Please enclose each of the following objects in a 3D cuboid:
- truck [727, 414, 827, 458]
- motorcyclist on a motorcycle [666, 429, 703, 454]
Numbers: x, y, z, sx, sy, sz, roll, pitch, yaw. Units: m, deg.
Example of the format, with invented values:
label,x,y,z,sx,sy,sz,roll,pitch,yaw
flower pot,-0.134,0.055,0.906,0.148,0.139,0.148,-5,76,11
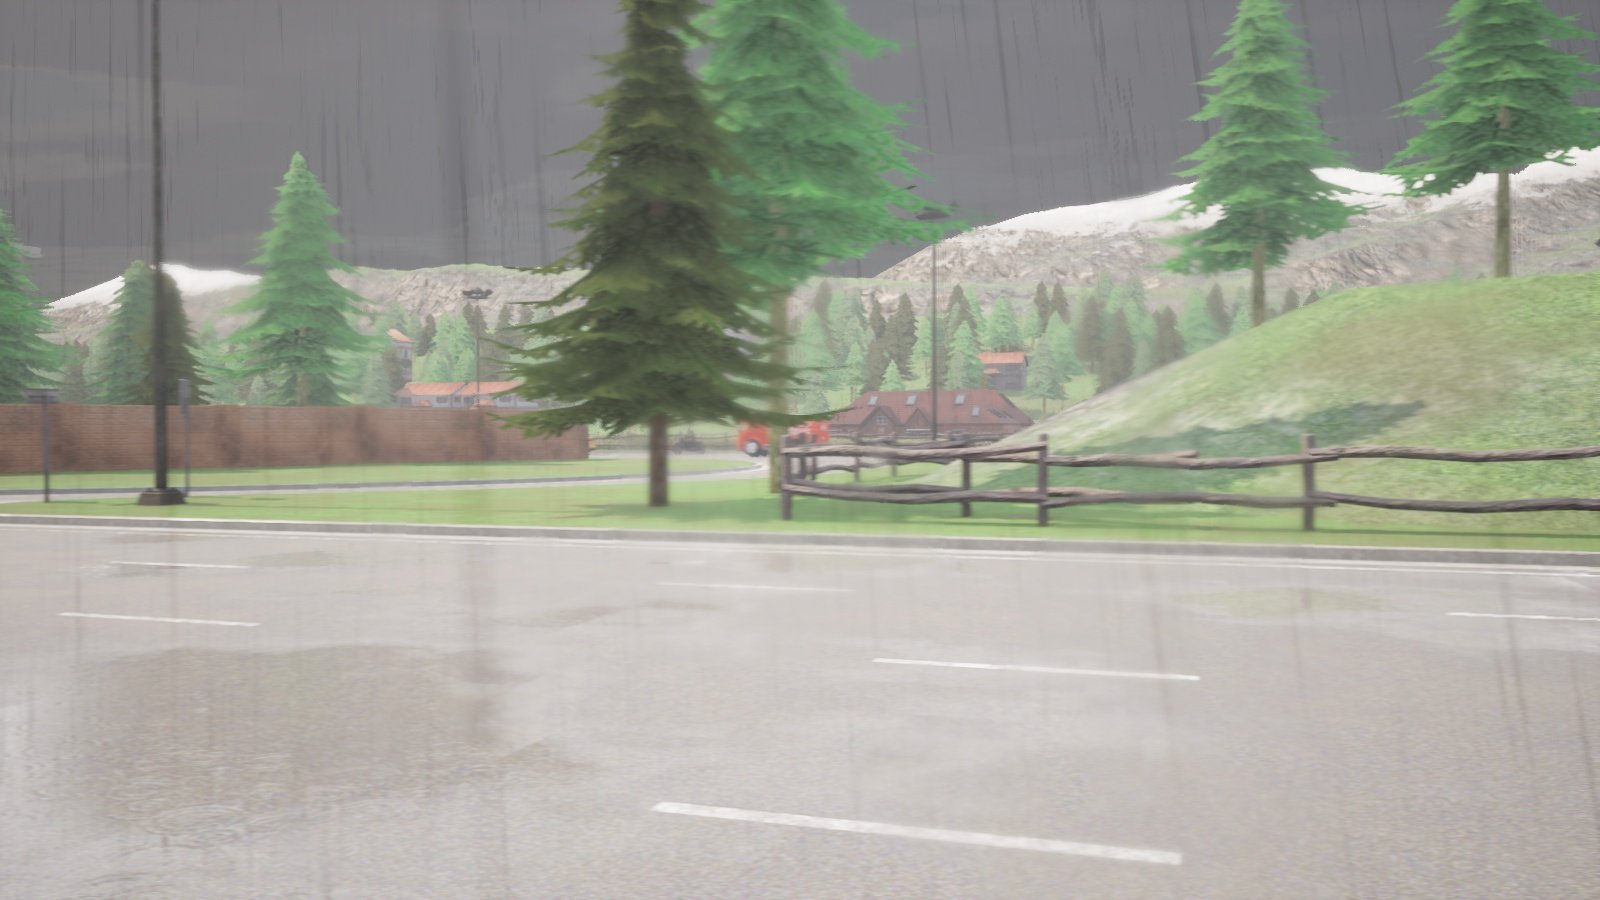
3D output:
label,x,y,z,sx,sy,sz,roll,pitch,yaw
truck,-1.330,-0.841,73.423,5.204,2.467,2.627,1,1,19
motorcyclist on a motorcycle,-7.625,-0.581,82.957,2.350,1.649,0.766,0,1,19
